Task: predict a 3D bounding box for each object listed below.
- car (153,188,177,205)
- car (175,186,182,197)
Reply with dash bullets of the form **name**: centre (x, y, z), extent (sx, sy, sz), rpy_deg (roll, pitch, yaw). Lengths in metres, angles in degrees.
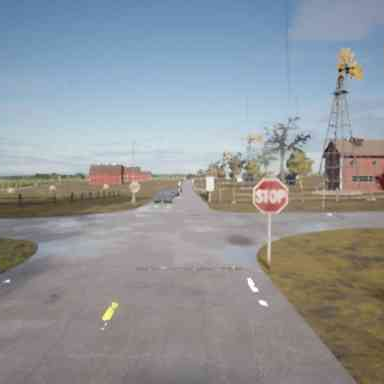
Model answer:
- **car**: centre (-3.051, 0.622, 36.376), extent (2.033, 1.411, 5.357), rpy_deg (0, 2, 0)
- **car**: centre (-3.231, 0.125, 58.959), extent (1.882, 1.535, 5.008), rpy_deg (0, 2, 0)
